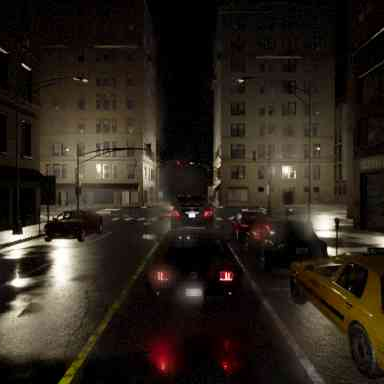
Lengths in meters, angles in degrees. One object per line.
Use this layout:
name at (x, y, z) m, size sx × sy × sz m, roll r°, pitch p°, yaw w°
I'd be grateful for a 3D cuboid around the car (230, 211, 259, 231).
car at (2.870, 1.576, 16.298) m, size 1.802 × 1.307 × 4.206 m, roll -1°, pitch 0°, yaw 0°

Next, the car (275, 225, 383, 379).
car at (2.863, 1.524, 5.296) m, size 1.752 × 1.417 × 4.829 m, roll -1°, pitch 0°, yaw 0°

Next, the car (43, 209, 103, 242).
car at (-5.675, 1.538, 16.300) m, size 1.887 × 1.381 × 4.507 m, roll -1°, pitch 0°, yaw 0°

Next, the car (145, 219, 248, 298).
car at (0.046, 1.598, 8.467) m, size 1.895 × 1.301 × 4.718 m, roll 0°, pitch 0°, yaw 0°

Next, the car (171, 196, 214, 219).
car at (0.002, 1.215, 18.459) m, size 2.150 × 2.045 × 5.566 m, roll 0°, pitch 0°, yaw 0°

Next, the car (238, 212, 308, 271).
car at (2.867, 1.562, 10.712) m, size 1.947 × 1.339 × 4.313 m, roll -1°, pitch 0°, yaw 0°
